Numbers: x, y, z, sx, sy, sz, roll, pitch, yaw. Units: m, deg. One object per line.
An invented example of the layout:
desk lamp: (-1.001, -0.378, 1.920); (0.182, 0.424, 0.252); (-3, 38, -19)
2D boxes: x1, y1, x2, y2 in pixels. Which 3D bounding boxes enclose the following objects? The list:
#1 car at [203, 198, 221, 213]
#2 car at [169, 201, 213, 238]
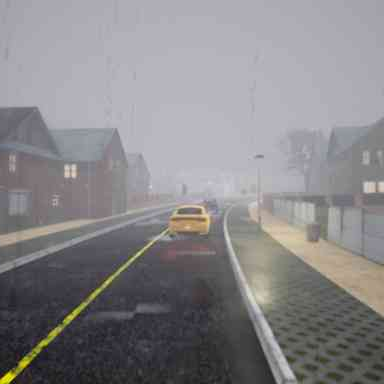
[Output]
car: (1.979, 1.356, 34.822); (2.128, 1.511, 4.902); (0, 0, 8)
car: (-0.008, 1.436, 17.486); (1.882, 1.535, 5.008); (0, 0, 4)
